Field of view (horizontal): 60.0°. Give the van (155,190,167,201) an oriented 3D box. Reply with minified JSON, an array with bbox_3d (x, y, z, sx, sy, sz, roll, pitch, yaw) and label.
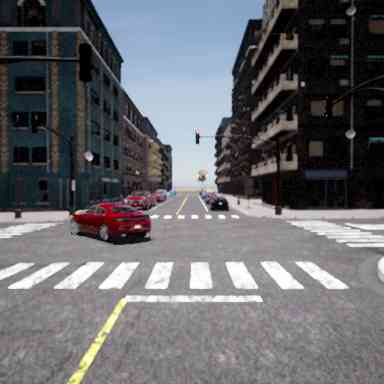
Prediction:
[{"bbox_3d":[-5.102,0.546,55.468,1.690,1.788,3.998,0,1,0],"label":"van"}]

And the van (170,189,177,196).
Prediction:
[{"bbox_3d":[-4.974,0.053,88.777,1.690,1.788,3.998,0,1,0],"label":"van"}]

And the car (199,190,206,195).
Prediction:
[{"bbox_3d":[2.926,0.173,94.302,1.887,1.381,4.507,0,1,0],"label":"car"}]

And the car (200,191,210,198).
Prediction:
[{"bbox_3d":[2.841,0.511,72.096,2.008,1.369,4.403,0,1,0],"label":"car"}]

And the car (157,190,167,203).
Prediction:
[{"bbox_3d":[-5.124,0.830,49.920,1.887,1.381,4.507,0,1,0],"label":"car"}]

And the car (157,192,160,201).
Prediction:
[{"bbox_3d":[-5.167,0.992,38.817,1.887,1.381,4.507,0,1,0],"label":"car"}]

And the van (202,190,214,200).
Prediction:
[{"bbox_3d":[2.757,0.626,49.888,1.690,1.788,3.998,0,1,0],"label":"van"}]

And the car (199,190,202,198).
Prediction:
[{"bbox_3d":[2.799,0.563,60.991,1.967,1.590,4.097,0,1,0],"label":"car"}]

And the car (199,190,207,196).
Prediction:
[{"bbox_3d":[2.905,0.256,88.750,1.887,1.381,4.507,0,1,0],"label":"car"}]

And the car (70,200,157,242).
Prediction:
[{"bbox_3d":[-3.911,1.287,15.464,1.882,1.535,5.008,0,0,-42],"label":"car"}]

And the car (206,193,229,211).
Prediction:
[{"bbox_3d":[2.692,1.093,33.237,1.947,1.339,4.313,0,1,0],"label":"car"}]

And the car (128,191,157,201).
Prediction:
[{"bbox_3d":[-5.188,0.842,33.263,2.192,1.841,5.009,0,1,0],"label":"car"}]

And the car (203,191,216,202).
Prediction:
[{"bbox_3d":[2.735,0.948,44.339,1.802,1.307,4.206,0,1,0],"label":"car"}]
